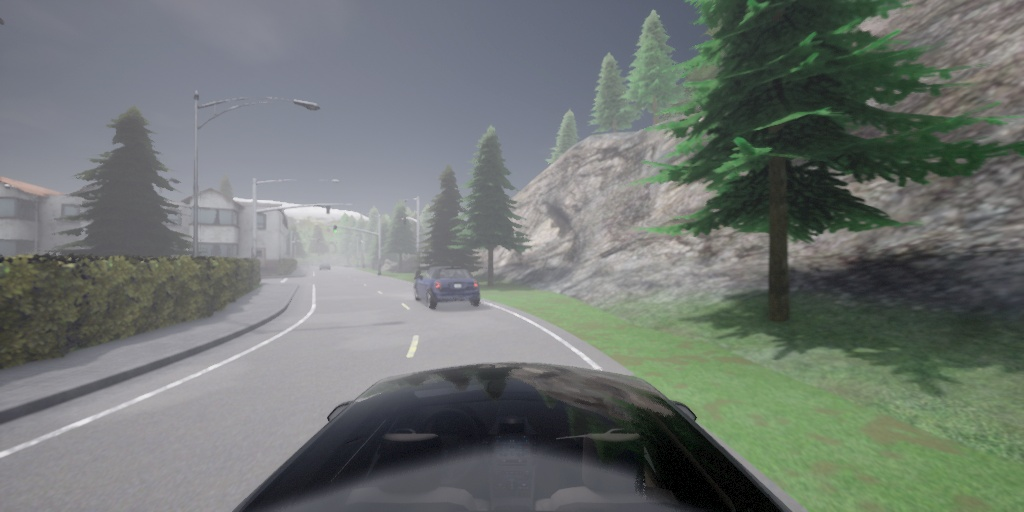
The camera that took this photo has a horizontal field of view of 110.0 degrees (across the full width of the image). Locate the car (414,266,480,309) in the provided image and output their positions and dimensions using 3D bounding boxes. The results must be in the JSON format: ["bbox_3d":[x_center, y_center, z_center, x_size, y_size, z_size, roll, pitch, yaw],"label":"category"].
[{"bbox_3d":[-3.083,1.249,16.301,2.097,1.767,4.553,0,-1,-25],"label":"car"}]
